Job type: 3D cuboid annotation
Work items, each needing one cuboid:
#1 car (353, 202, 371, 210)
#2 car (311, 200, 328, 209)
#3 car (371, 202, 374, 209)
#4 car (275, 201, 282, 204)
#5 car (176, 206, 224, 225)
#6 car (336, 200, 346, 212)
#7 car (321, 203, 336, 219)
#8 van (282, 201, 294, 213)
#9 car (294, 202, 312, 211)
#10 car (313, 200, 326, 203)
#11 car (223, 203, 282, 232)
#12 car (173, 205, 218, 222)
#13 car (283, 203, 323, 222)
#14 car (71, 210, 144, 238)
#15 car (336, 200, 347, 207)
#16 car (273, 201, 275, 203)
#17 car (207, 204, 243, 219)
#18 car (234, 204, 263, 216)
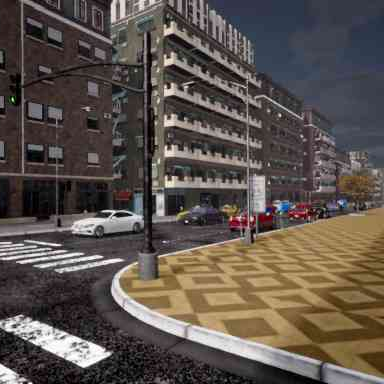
[{"bbox_3d":[29.967,2.583,59.273,1.947,1.339,4.313,-2,-2,35],"label":"car"},{"bbox_3d":[26.372,2.501,68.665,2.192,1.841,5.009,-2,-2,35],"label":"car"},{"bbox_3d":[36.428,2.745,68.542,2.008,1.369,4.403,-2,-2,35],"label":"car"},{"bbox_3d":[10.221,2.289,45.486,1.887,1.381,4.507,-2,-2,35],"label":"car"},{"bbox_3d":[1.114,1.960,27.923,2.033,1.411,5.357,-1,-1,35],"label":"car"},{"bbox_3d":[23.454,2.468,54.398,2.033,1.411,5.357,-1,-1,36],"label":"car"},{"bbox_3d":[13.814,2.141,36.101,1.947,1.339,4.313,-2,-2,35],"label":"car"},{"bbox_3d":[13.450,2.174,50.126,1.690,1.788,3.998,-2,-2,35],"label":"van"},{"bbox_3d":[19.913,2.554,59.390,1.887,1.381,4.507,-2,-2,35],"label":"car"},{"bbox_3d":[17.650,2.267,46.058,1.837,1.490,4.892,-1,-1,35],"label":"car"},{"bbox_3d":[4.121,1.751,22.201,1.967,1.590,4.097,-2,-2,35],"label":"car"},{"bbox_3d":[0.432,2.002,31.444,1.752,1.417,4.829,-2,-2,35],"label":"car"},{"bbox_3d":[10.583,2.032,31.467,1.887,1.381,4.507,-2,-2,35],"label":"car"},{"bbox_3d":[-4.766,1.778,19.475,1.812,1.442,4.674,-1,-1,34],"label":"car"},{"bbox_3d":[39.198,2.882,87.141,1.690,1.788,3.998,-2,-2,35],"label":"car"},{"bbox_3d":[6.950,2.049,36.280,1.882,1.535,5.008,-1,-1,35],"label":"car"},{"bbox_3d":[3.663,2.090,36.077,1.752,1.417,4.829,-2,-2,35],"label":"car"},{"bbox_3d":[6.991,2.222,40.851,1.947,1.339,4.313,-2,-2,35],"label":"car"}]
